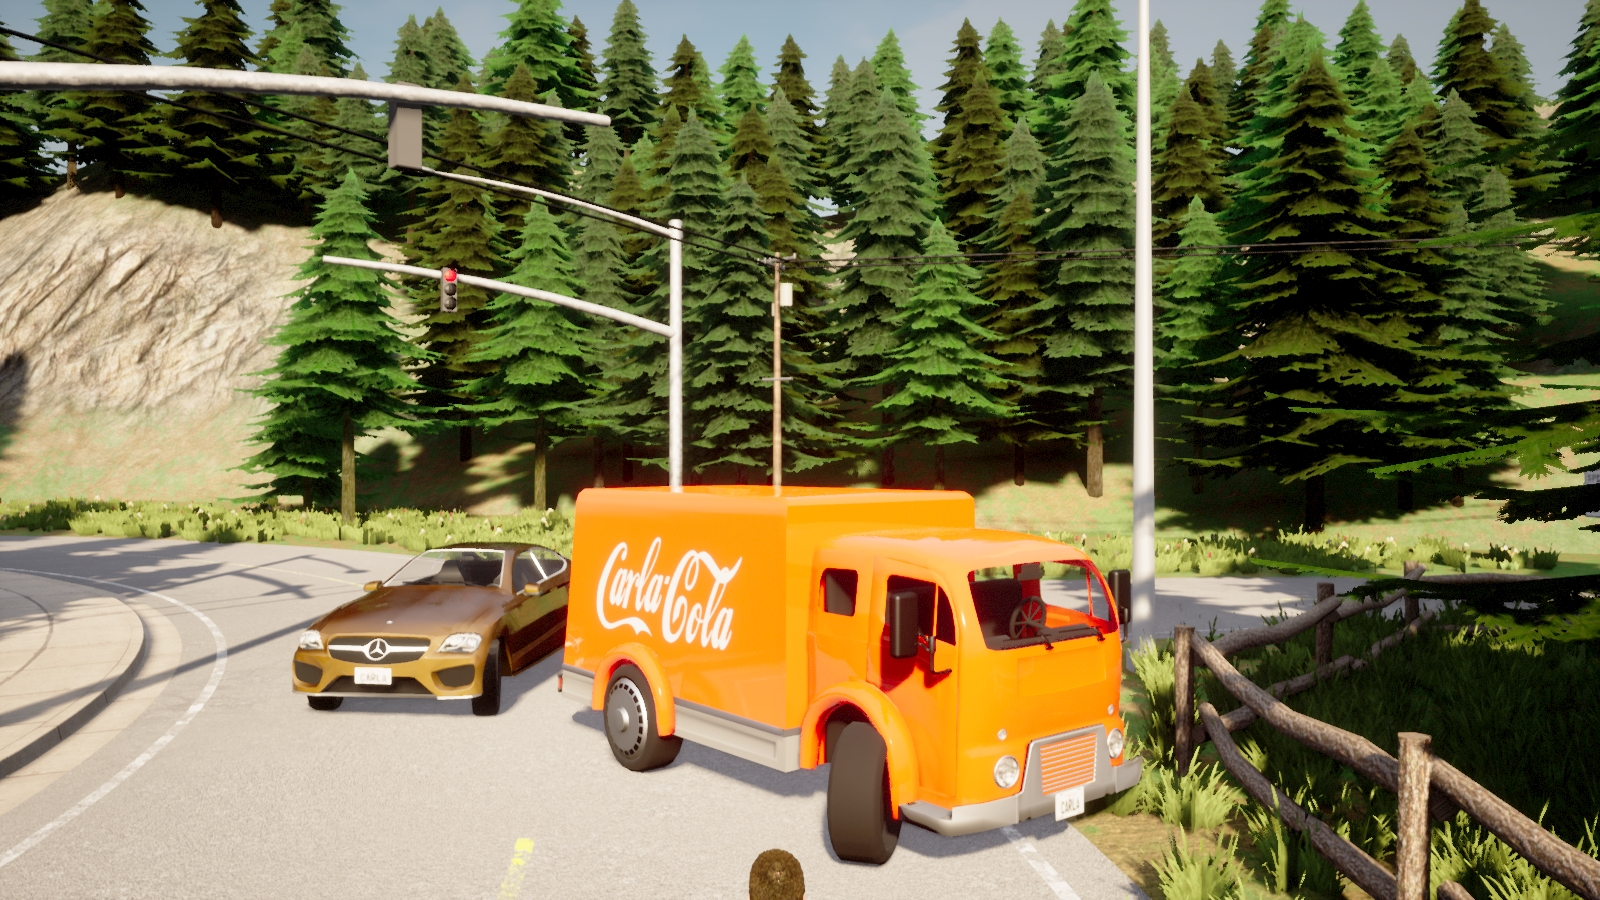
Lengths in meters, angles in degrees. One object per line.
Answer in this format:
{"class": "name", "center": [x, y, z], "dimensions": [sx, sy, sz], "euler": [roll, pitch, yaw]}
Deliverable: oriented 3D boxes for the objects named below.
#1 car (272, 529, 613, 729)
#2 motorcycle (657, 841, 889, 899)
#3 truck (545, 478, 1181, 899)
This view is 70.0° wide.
{"class": "car", "center": [-4.038, 1.969, 14.038], "dimensions": [2.152, 1.651, 5.027], "euler": [0, 0, 6]}
{"class": "motorcycle", "center": [-0.074, 2.159, 3.526], "dimensions": [0.803, 1.199, 2.033], "euler": [0, 0, -2]}
{"class": "truck", "center": [0.202, 1.541, 9.769], "dimensions": [2.627, 2.467, 5.204], "euler": [0, 0, -39]}
